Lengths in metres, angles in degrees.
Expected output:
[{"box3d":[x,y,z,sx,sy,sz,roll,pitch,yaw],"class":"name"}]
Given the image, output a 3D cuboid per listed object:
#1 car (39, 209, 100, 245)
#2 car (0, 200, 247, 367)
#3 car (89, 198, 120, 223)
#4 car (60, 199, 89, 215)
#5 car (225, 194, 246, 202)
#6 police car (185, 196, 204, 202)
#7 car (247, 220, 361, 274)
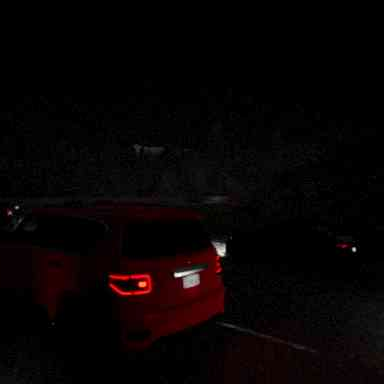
[{"box3d":[-6.292,1.637,16.708,1.895,1.301,4.718,0,0,-33],"class":"car"},{"box3d":[-1.982,1.238,6.115,5.566,2.045,2.150,0,0,43],"class":"car"},{"box3d":[-7.217,1.424,27.079,2.097,1.767,4.553,0,0,-20],"class":"car"},{"box3d":[-12.470,1.583,35.588,1.837,1.490,4.892,0,0,-6],"class":"car"},{"box3d":[11.335,1.636,86.532,5.566,2.045,2.150,0,0,-23],"class":"car"},{"box3d":[0.704,1.756,80.595,5.238,1.638,1.930,0,0,-36],"class":"police car"},{"box3d":[3.183,1.628,10.932,4.181,1.385,1.994,0,0,41],"class":"car"}]
